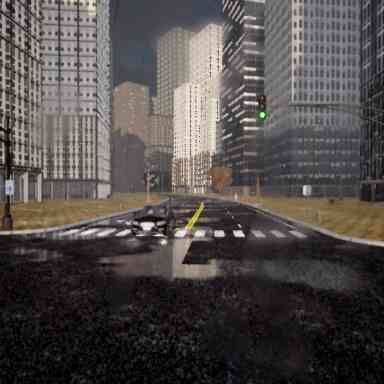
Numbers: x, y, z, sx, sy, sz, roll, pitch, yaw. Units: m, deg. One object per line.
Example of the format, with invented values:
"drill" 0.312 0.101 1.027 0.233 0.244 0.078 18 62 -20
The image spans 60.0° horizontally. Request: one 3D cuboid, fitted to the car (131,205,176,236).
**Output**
"car" -1.997 1.471 18.280 2.128 1.511 4.902 0 0 3
